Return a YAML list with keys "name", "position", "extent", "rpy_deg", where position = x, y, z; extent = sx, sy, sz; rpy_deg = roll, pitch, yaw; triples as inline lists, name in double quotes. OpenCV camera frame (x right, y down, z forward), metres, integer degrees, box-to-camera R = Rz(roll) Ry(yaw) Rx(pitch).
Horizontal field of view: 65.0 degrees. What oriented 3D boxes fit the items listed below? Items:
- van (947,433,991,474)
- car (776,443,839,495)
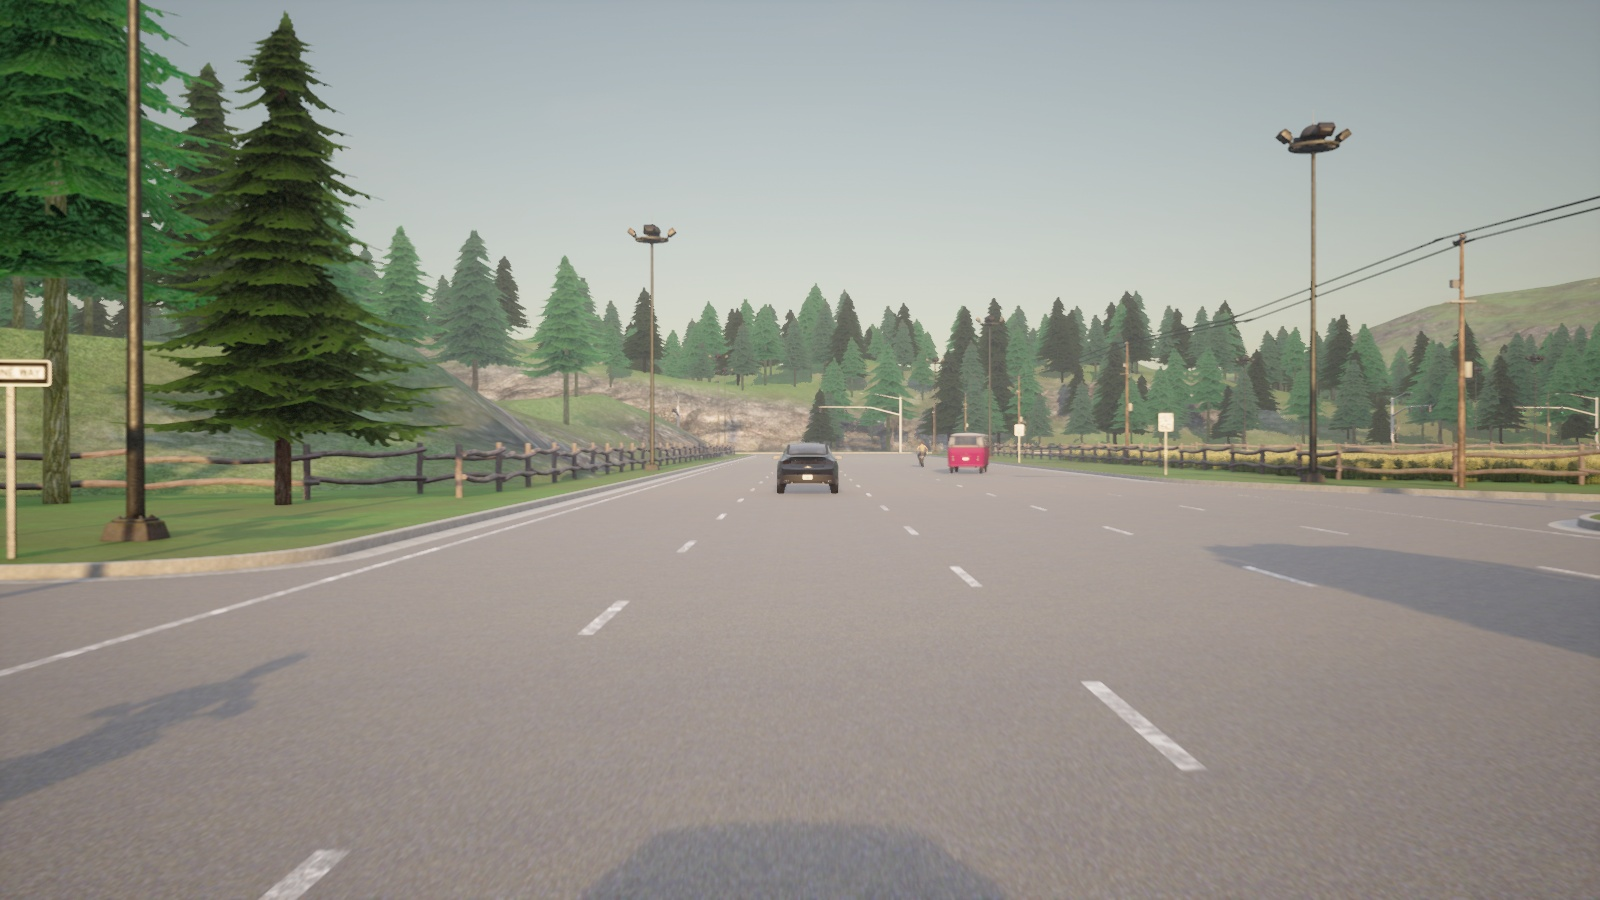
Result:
- name: "van"
  position: [8.440, 0.154, 62.404]
  extent: [1.775, 1.987, 4.442]
  rpy_deg: [0, 0, 13]
- name: "car"
  position: [0.234, 0.533, 38.798]
  extent: [1.837, 1.490, 4.892]
  rpy_deg: [0, 0, 0]
